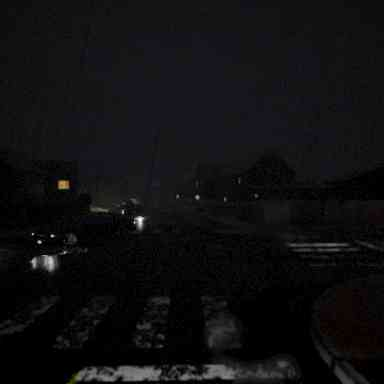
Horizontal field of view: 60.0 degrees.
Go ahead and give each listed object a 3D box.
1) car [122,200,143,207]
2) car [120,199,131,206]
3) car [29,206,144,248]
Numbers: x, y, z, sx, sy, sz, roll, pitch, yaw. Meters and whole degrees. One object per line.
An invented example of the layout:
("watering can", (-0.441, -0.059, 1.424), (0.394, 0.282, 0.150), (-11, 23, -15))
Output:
("car", (-6.307, 1.938, 36.289), (1.994, 1.385, 4.181), (0, -1, -11))
("car", (-10.940, 1.936, 55.996), (2.097, 1.767, 4.553), (0, -1, -18))
("car", (-5.044, 1.709, 16.379), (2.033, 1.411, 5.357), (0, 0, 33))
